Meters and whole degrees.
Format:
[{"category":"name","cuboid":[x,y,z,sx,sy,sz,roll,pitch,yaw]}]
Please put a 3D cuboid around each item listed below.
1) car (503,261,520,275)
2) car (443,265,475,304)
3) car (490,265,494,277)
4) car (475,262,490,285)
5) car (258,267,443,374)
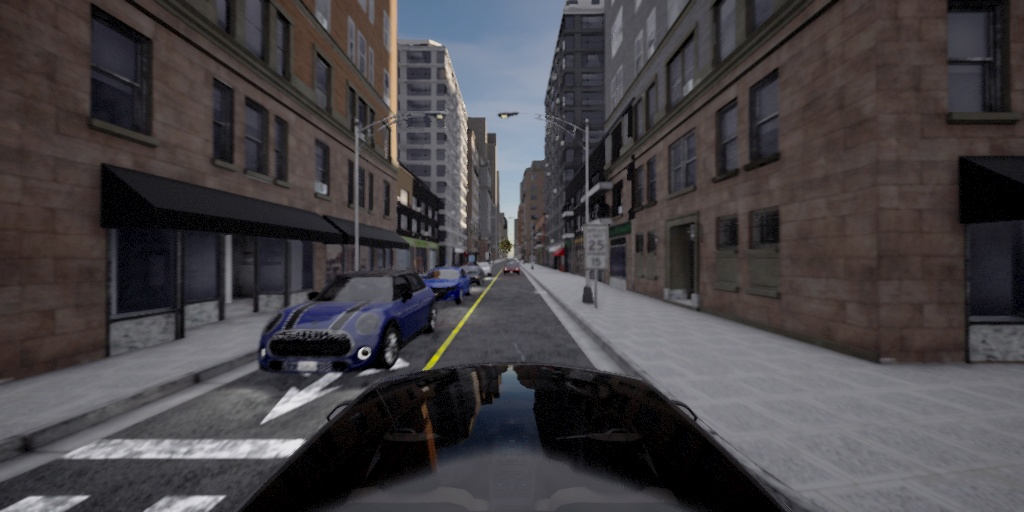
[{"category":"car","cuboid":[-0.043,1.446,40.848,1.895,1.301,4.718,0,0,0]},{"category":"car","cuboid":[-3.069,1.264,16.910,1.882,1.535,5.008,0,0,0]},{"category":"car","cuboid":[-3.039,1.363,37.037,1.812,1.442,4.674,0,0,0]},{"category":"car","cuboid":[-3.047,1.357,26.762,2.033,1.411,5.357,0,0,1]},{"category":"car","cuboid":[-3.108,1.118,7.802,2.097,1.767,4.553,0,0,2]}]
